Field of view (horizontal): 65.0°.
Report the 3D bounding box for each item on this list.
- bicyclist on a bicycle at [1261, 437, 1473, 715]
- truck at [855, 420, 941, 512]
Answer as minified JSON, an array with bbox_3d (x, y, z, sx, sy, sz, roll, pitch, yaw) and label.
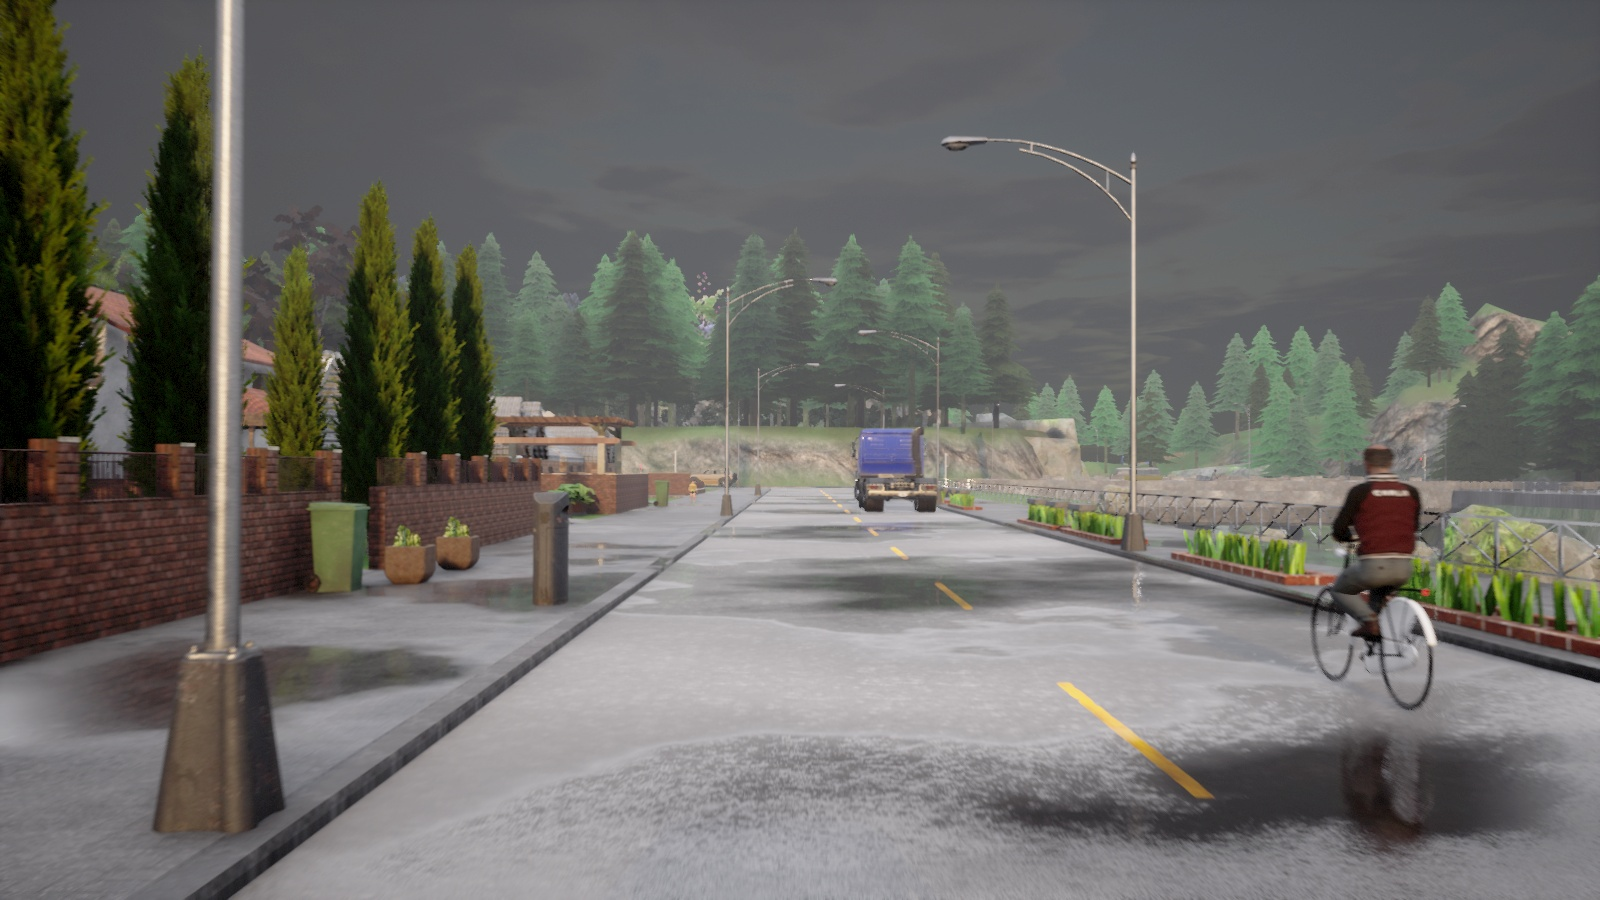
[{"bbox_3d":[3.979,0.820,8.984,0.659,1.776,1.843,0,-1,0],"label":"bicyclist on a bicycle"},{"bbox_3d":[3.875,0.679,51.498,2.891,3.462,7.936,0,-1,0],"label":"truck"}]
